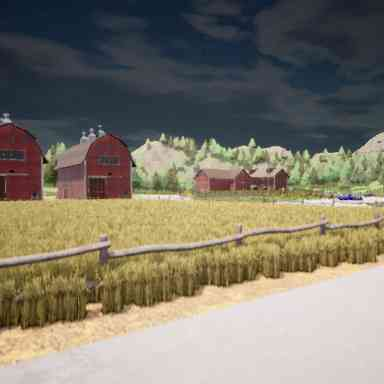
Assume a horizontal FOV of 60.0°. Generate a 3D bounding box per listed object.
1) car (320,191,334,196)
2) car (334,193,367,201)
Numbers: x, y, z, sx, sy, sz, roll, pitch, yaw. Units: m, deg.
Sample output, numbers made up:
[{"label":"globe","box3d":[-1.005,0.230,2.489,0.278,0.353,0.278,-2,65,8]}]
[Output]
[{"label":"car","box3d":[36.008,0.797,87.130,1.932,1.855,4.605,0,0,-36]},{"label":"car","box3d":[32.509,1.062,68.161,2.242,1.667,4.611,0,0,-36]}]
